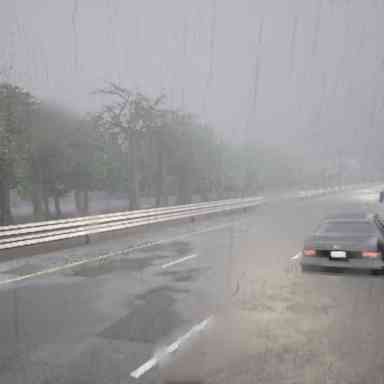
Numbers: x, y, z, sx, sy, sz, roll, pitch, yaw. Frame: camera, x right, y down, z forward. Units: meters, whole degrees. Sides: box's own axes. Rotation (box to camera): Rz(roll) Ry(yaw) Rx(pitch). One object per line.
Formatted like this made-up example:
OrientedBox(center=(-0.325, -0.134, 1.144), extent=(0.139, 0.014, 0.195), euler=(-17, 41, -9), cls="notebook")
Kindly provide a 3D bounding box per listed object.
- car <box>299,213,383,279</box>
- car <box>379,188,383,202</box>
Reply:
OrientedBox(center=(4.438, 1.284, 9.164), extent=(2.033, 1.411, 5.357), euler=(-4, 0, 32), cls="car")
OrientedBox(center=(21.284, 0.191, 35.776), extent=(1.882, 1.535, 5.008), euler=(-4, 0, 32), cls="car")
